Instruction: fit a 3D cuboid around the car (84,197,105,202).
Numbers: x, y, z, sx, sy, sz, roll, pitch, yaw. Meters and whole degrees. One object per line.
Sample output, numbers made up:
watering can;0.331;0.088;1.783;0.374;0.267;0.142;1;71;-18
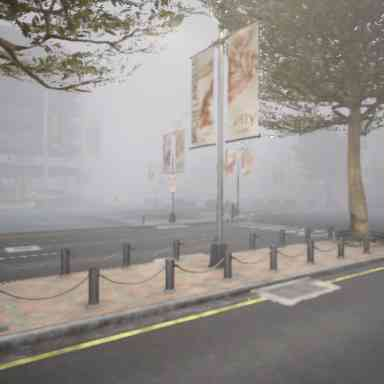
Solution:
car;-23.174;1.783;78.612;4.718;1.301;1.895;0;0;12

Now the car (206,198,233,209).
car;4.090;1.718;50.378;1.882;1.535;5.008;1;0;-35

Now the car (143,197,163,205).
car;-7.685;1.724;65.971;4.902;1.511;2.128;0;0;44

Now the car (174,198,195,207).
car;-1.341;1.716;58.033;1.882;1.535;5.008;1;0;-35
